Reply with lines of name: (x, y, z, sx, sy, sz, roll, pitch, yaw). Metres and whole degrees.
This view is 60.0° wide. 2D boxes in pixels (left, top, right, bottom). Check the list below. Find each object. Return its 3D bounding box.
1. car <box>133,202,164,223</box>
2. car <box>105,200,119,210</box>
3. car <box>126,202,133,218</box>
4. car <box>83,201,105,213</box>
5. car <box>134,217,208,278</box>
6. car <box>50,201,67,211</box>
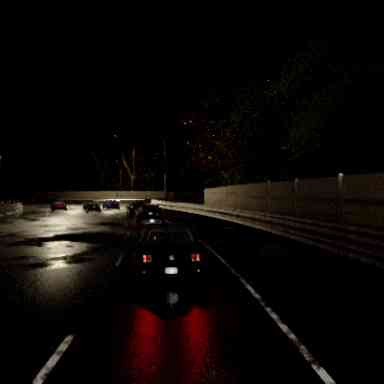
car: (-3.204, 1.714, 24.816, 1.837, 1.490, 4.892, 0, 0, -12)
car: (-12.086, 1.949, 49.407, 1.812, 1.442, 4.674, 0, -1, -27)
car: (-5.651, 1.797, 34.252, 1.837, 1.490, 4.892, 0, 0, -16)
car: (-13.068, 1.923, 43.334, 2.033, 1.411, 5.357, 0, 0, -23)
car: (-0.758, 1.689, 10.488, 1.895, 1.301, 4.718, 0, 0, -6)
car: (-19.558, 1.993, 48.613, 1.994, 1.385, 4.181, 0, -1, -27)
